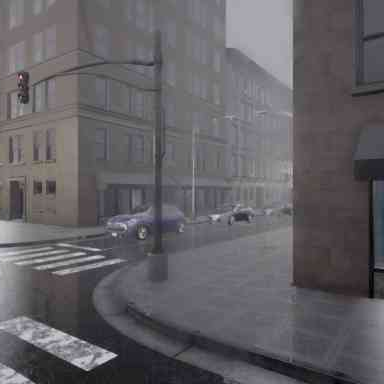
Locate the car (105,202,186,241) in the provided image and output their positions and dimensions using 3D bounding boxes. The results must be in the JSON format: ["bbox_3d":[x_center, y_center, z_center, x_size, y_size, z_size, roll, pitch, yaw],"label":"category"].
[{"bbox_3d":[-2.333,1.432,17.530,2.097,1.767,4.553,0,0,36],"label":"car"}]

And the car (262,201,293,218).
[{"bbox_3d":[8.496,1.674,32.719,2.128,1.511,4.902,0,0,36],"label":"car"}]

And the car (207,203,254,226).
[{"bbox_3d":[2.984,1.622,24.967,2.128,1.511,4.902,0,0,35],"label":"car"}]
